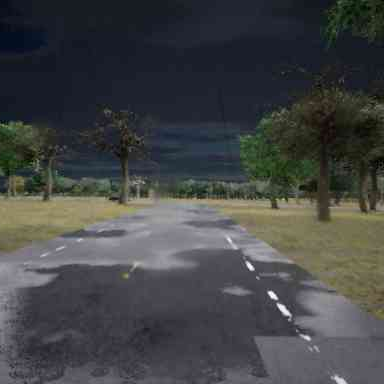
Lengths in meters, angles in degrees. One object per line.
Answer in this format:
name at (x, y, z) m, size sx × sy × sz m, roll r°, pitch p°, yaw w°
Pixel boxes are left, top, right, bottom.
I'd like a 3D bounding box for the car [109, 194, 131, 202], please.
car at (-18.670, 1.576, 86.610) m, size 5.566 × 2.045 × 2.150 m, roll 2°, pitch 0°, yaw 0°
